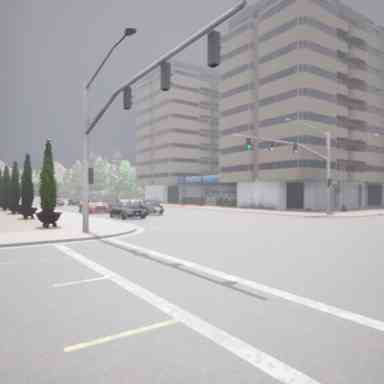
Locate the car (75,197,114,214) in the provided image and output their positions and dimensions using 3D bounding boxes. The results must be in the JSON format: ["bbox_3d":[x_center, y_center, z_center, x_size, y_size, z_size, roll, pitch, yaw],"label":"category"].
[{"bbox_3d":[-10.503,1.359,35.564,2.097,1.767,4.553,0,0,-35],"label":"car"}]

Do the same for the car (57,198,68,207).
[{"bbox_3d":[-20.497,1.531,50.020,1.812,1.442,4.674,0,0,-34],"label":"car"}]

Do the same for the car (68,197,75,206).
[{"bbox_3d":[-18.612,1.514,53.461,1.837,1.490,4.892,0,-1,-34],"label":"car"}]

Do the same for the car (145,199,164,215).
[{"bbox_3d":[-4.571,1.500,33.149,2.128,1.511,4.902,0,0,-35],"label":"car"}]

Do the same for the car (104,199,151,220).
[{"bbox_3d":[-5.552,1.570,28.426,1.994,1.385,4.181,0,0,-35],"label":"car"}]
